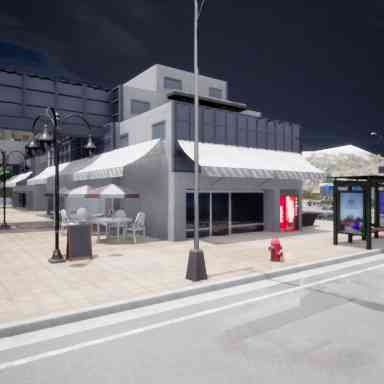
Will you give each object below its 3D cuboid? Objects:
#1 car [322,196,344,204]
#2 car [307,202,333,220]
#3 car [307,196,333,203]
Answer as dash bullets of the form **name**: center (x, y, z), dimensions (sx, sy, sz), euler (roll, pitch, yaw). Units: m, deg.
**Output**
- **car**: center (28.397, 1.490, 66.892), dimensions (4.514, 1.523, 2.007), euler (0, 0, -36)
- **car**: center (12.376, 1.777, 27.683), dimensions (1.895, 1.301, 4.718), euler (0, 0, -36)
- **car**: center (19.116, 1.345, 48.778), dimensions (5.027, 1.636, 2.152), euler (0, 0, -36)
